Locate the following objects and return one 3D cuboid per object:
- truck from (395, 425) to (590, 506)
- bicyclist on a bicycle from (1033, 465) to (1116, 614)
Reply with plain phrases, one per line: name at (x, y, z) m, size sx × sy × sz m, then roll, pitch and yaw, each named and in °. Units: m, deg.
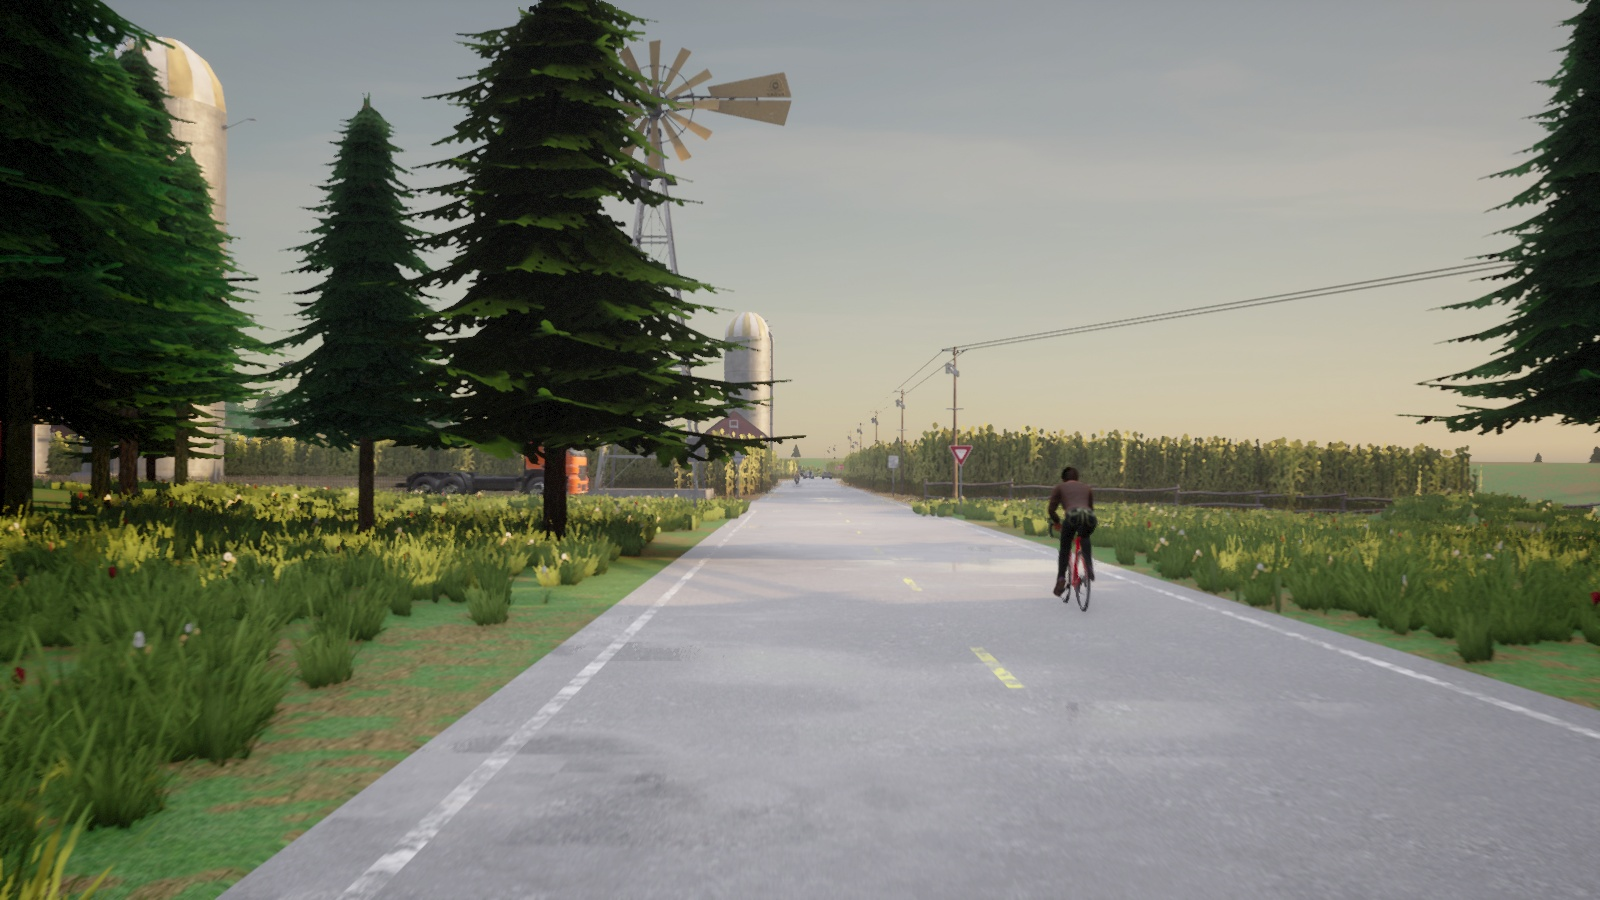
truck at (-13.505, 0.678, 55.649) m, size 7.936 × 3.462 × 2.891 m, roll 0°, pitch -1°, yaw 0°
bicyclist on a bicycle at (3.167, 0.999, 14.597) m, size 0.582 × 1.620 × 1.656 m, roll 0°, pitch -1°, yaw 0°
